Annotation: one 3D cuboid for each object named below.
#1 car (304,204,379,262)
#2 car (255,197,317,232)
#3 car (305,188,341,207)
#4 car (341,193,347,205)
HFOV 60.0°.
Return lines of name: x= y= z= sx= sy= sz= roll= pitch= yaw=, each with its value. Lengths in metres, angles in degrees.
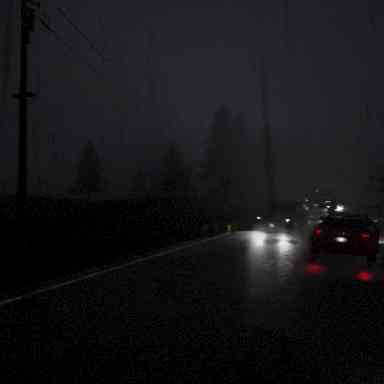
car: x=5.464 y=1.379 z=11.745 sx=1.994 sy=1.385 sz=4.181 roll=2 pitch=2 yaw=29
car: x=5.103 y=1.180 z=18.059 sx=2.033 sy=1.411 sz=5.357 roll=2 pitch=2 yaw=29
car: x=11.374 y=0.713 z=29.258 sx=2.150 sy=2.045 sz=5.566 roll=2 pitch=1 yaw=29
car: x=18.166 y=0.824 z=41.414 sx=2.128 sy=1.511 sz=4.902 roll=2 pitch=2 yaw=29
